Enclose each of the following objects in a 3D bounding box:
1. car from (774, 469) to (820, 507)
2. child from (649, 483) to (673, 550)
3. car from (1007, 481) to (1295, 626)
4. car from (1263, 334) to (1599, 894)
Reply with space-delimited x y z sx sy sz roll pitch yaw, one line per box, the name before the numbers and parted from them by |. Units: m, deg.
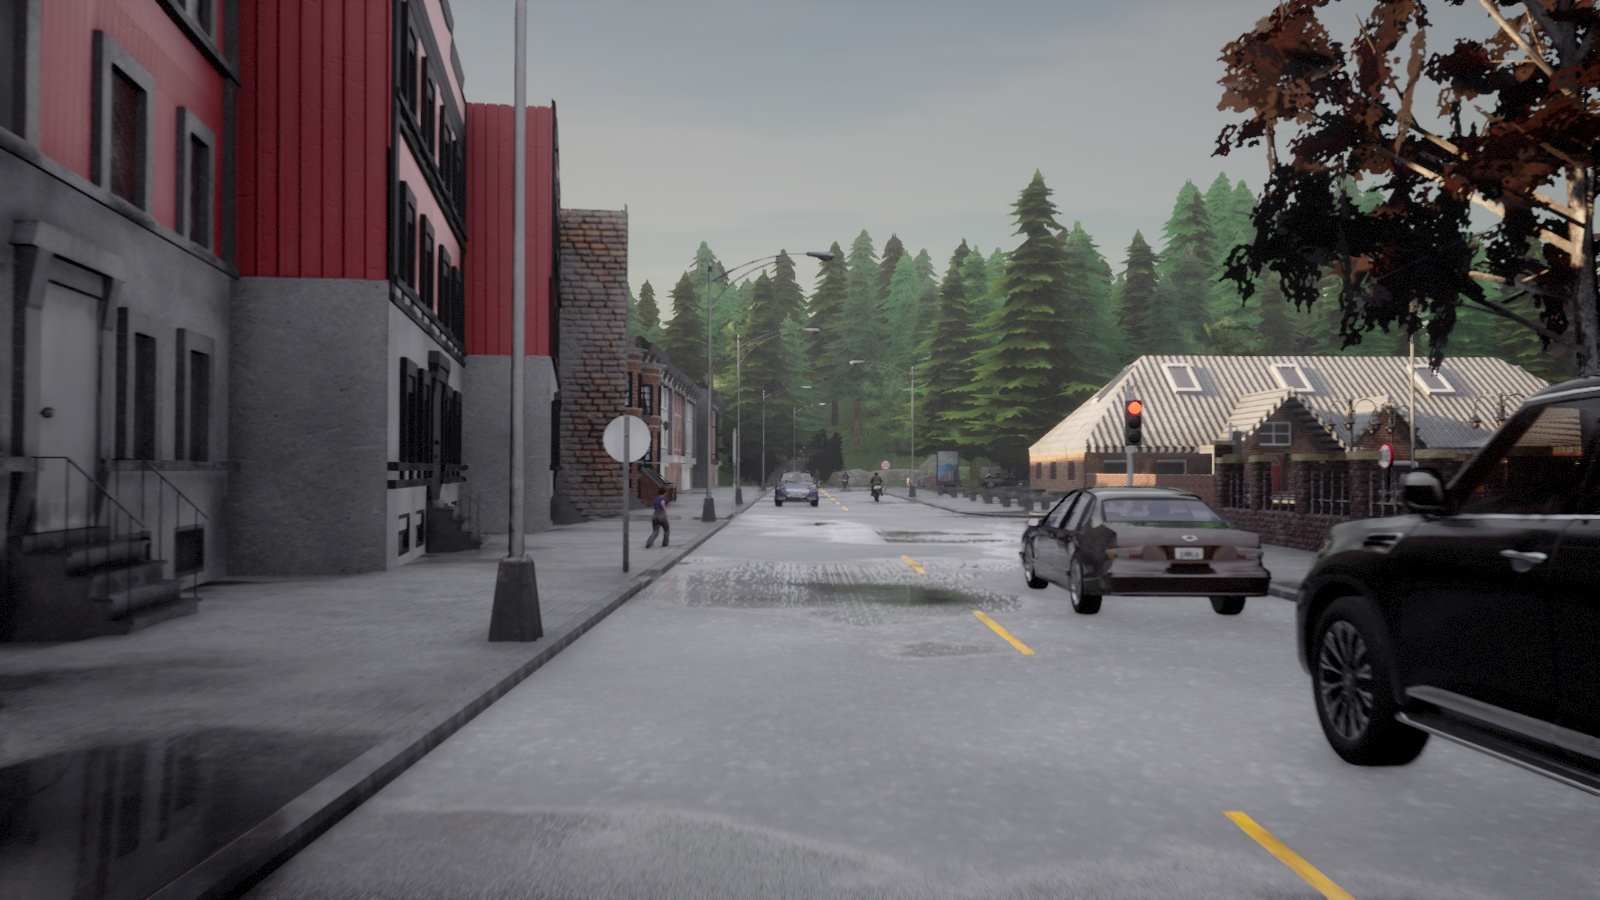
car | -0.140 1.706 57.381 2.033 1.649 4.856 0 -1 0
child | -2.636 1.252 23.884 0.270 1.263 0.437 -1 -1 24
car | 3.955 1.102 15.269 2.033 1.411 5.357 0 -1 0
car | 3.990 0.602 5.055 2.150 2.045 5.566 0 -1 0
